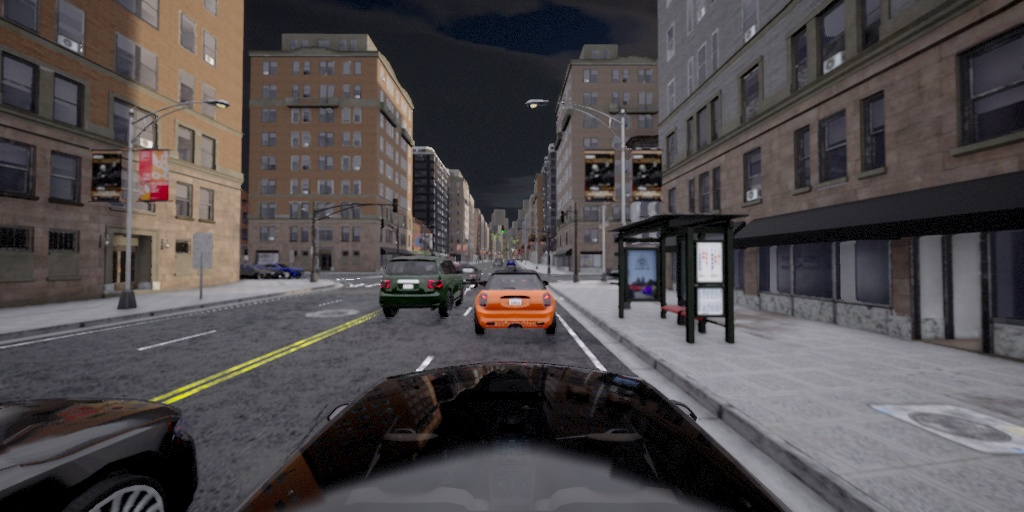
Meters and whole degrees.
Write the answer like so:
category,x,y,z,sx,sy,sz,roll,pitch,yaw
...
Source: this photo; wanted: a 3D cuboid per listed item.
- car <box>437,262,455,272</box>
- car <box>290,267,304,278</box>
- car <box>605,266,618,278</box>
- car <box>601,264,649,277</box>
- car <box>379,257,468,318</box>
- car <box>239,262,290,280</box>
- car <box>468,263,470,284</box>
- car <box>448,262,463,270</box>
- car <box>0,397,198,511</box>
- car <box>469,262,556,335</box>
category,x,y,z,sx,sy,sz,roll,pitch,yaw
car,-9.984,1.628,54.691,1.882,1.535,5.008,0,0,0
car,-22.798,1.388,34.606,5.008,1.535,1.882,0,-1,0
car,12.837,1.646,38.299,5.357,1.411,2.033,0,-1,-4
car,13.059,1.657,41.529,4.902,1.511,2.128,0,-1,0
car,-3.183,1.060,13.638,2.150,2.045,5.566,0,-1,0
car,-22.927,1.391,31.356,5.357,1.411,2.033,0,-1,0
car,-3.216,1.438,25.840,1.812,1.442,4.674,0,1,0
car,-9.976,1.741,63.743,1.812,1.442,4.674,0,0,0
car,-3.145,1.234,0.535,2.128,1.511,4.902,0,0,0
car,0.075,1.170,10.929,2.097,1.767,4.553,0,-1,0
